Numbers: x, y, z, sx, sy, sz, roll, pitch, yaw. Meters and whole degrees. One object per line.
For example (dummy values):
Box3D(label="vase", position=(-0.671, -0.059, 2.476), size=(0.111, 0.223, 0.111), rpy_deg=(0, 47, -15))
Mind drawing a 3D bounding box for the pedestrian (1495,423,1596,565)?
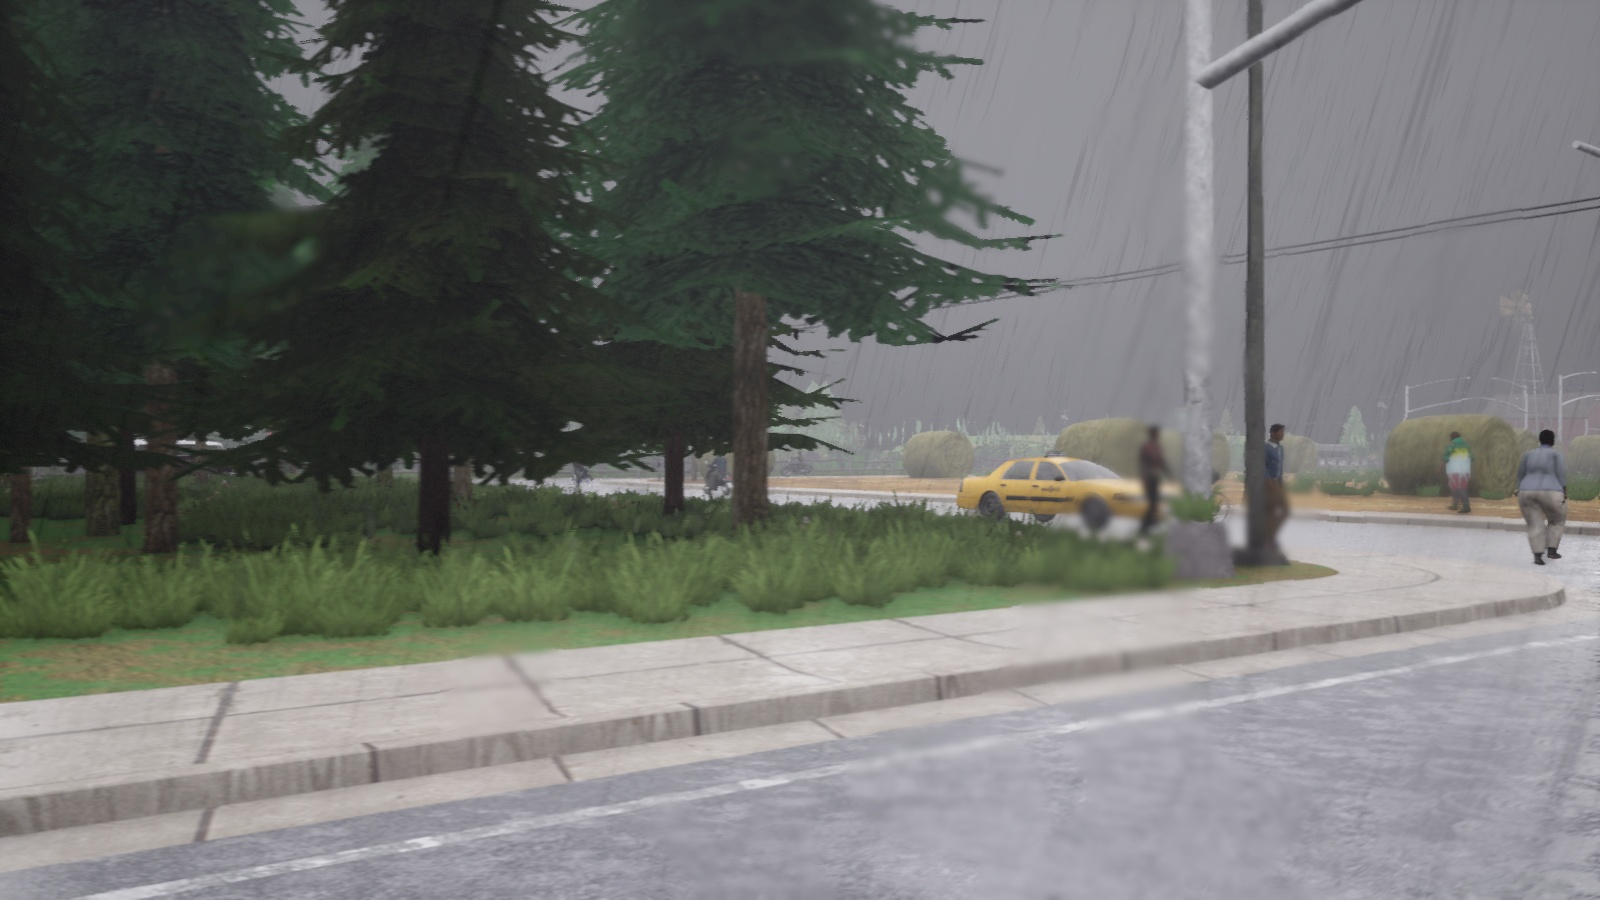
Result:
Box3D(label="pedestrian", position=(10.142, 0.580, 17.093), size=(0.900, 1.855, 0.874), rpy_deg=(0, 0, -35))

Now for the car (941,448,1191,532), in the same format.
Box3D(label="car", position=(5.398, 0.763, 26.265), size=(1.801, 1.575, 5.366), rpy_deg=(0, 0, -34))

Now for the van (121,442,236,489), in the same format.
Box3D(label="van", position=(-27.884, 0.657, 56.326), size=(4.480, 2.038, 2.069), rpy_deg=(0, 0, -30))

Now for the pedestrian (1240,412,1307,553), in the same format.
Box3D(label="pedestrian", position=(6.724, 0.456, 17.840), size=(0.423, 1.949, 0.788), rpy_deg=(0, 0, -37))

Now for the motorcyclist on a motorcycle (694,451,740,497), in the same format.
Box3D(label="motorcyclist on a motorcycle", position=(-2.981, 0.841, 45.066), size=(0.866, 1.590, 1.817), rpy_deg=(0, 0, -34))

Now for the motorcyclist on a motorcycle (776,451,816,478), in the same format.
Box3D(label="motorcyclist on a motorcycle", position=(-0.248, 0.876, 77.009), size=(2.350, 1.649, 0.766), rpy_deg=(0, 0, -31))

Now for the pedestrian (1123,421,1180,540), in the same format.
Box3D(label="pedestrian", position=(5.477, 0.463, 19.581), size=(0.328, 1.805, 0.869), rpy_deg=(0, 0, -30))

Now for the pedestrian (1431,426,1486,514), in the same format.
Box3D(label="pedestrian", position=(14.879, 0.443, 28.387), size=(0.659, 1.952, 0.873), rpy_deg=(0, 0, -21))
